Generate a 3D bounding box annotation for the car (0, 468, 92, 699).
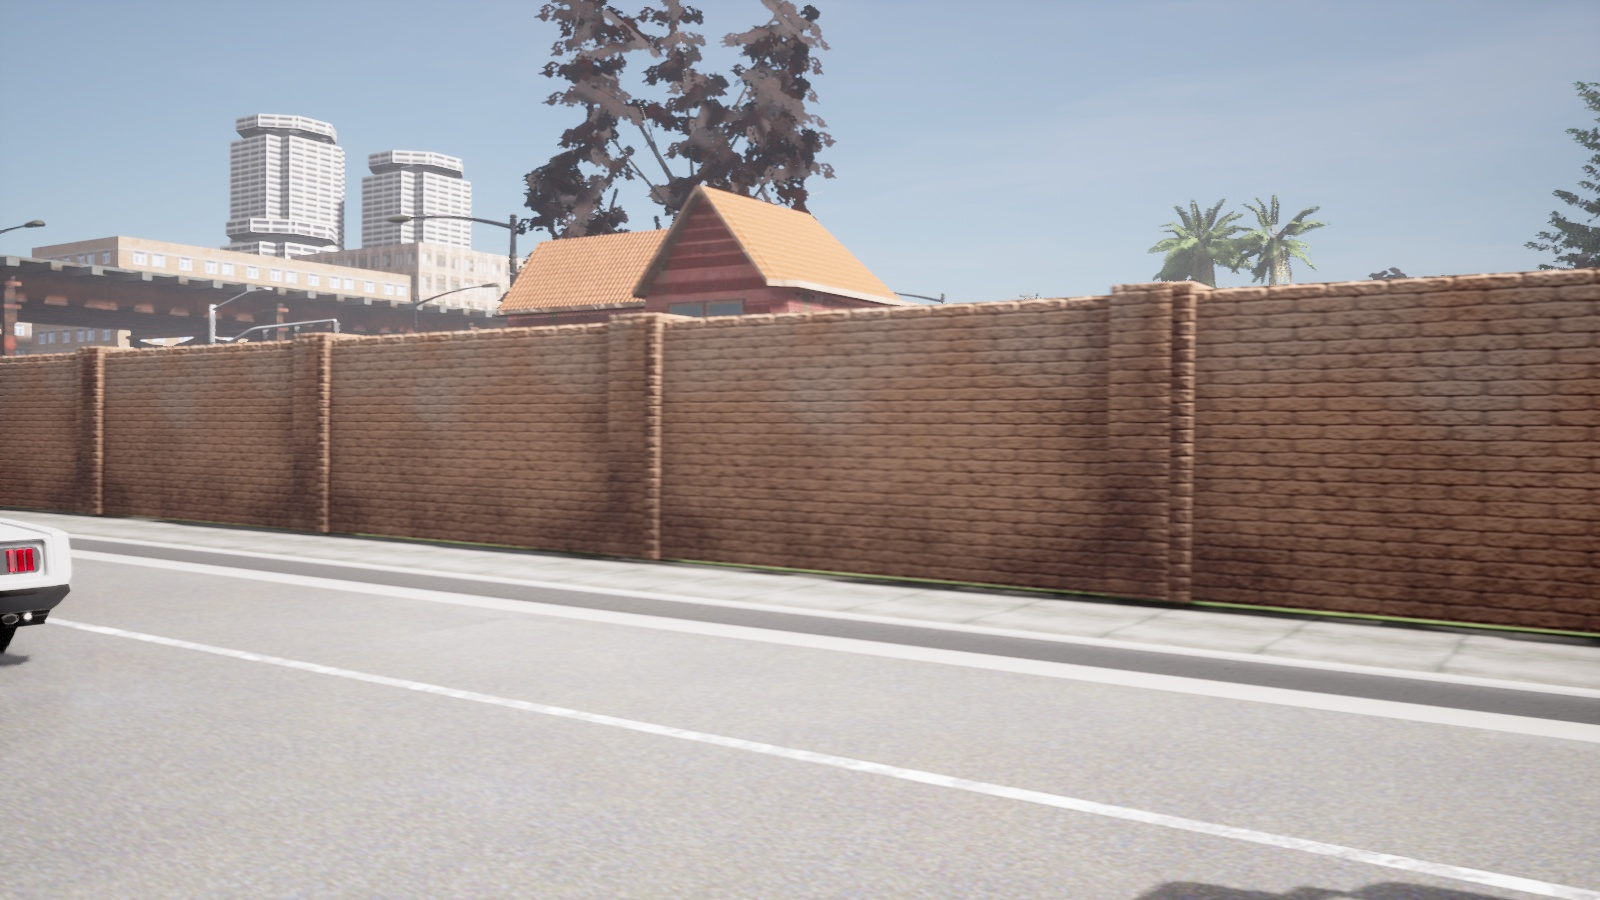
[{"bbox_3d":[-6.798,0.782,8.142,4.718,1.301,1.895,0,1,34],"label":"car"}]
